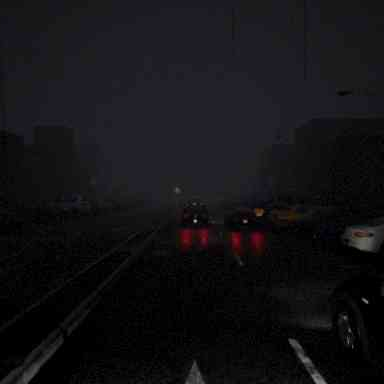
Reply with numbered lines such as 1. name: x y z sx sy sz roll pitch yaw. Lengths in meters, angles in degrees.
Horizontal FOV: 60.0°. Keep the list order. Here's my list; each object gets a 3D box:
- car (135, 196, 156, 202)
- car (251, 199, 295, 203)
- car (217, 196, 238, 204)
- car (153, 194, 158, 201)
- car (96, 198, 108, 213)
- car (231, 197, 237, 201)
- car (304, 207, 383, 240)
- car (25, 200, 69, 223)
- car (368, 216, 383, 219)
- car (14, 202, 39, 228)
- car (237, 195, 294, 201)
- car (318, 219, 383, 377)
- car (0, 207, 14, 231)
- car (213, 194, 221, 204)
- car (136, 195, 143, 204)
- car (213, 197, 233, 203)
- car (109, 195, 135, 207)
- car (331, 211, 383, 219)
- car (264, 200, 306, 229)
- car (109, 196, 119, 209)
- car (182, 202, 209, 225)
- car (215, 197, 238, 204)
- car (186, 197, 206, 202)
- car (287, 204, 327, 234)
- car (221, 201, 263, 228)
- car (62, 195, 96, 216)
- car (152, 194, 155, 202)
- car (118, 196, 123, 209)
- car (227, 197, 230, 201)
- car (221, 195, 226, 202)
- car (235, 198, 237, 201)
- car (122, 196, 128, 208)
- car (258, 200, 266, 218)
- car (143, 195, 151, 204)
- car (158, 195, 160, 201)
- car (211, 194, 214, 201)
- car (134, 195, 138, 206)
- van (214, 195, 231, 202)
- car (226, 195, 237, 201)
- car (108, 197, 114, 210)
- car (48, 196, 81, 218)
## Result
1. car: -12.189 1.932 87.410 5.008 1.535 2.097 0 0 0
2. car: 7.977 1.570 28.133 5.366 1.575 1.946 0 0 0
3. car: 8.007 1.775 74.887 4.553 1.767 2.185 0 0 0
4. car: -12.022 1.914 84.629 5.366 1.575 1.946 0 0 0
5. car: -12.443 1.656 37.390 4.792 1.488 2.163 0 0 0
6. car: 7.841 1.667 41.917 5.008 1.535 2.097 0 0 0
7. car: 7.693 1.541 14.343 4.792 1.488 2.163 0 0 0
8. car: -12.557 1.606 26.148 4.674 1.452 2.002 0 0 0
9. car: 7.719 1.525 8.827 4.792 1.488 2.163 0 0 0
10. car: -12.610 1.542 20.592 4.892 1.521 2.231 0 0 0
11. car: 7.785 1.356 33.648 5.566 2.045 2.435 0 0 0
12. car: 3.116 1.356 3.119 2.097 1.767 4.553 0 0 0
13. car: -12.654 1.560 17.812 4.792 1.488 2.163 0 0 0
14. car: 7.994 1.635 72.253 5.566 2.045 2.435 0 0 0
15. car: -12.297 1.521 59.616 5.566 2.045 2.435 0 0 0
16. car: 8.026 1.956 86.041 5.008 1.535 2.097 0 0 0
17. car: -12.357 1.737 54.056 5.008 1.535 2.097 0 0 0
18. car: 7.704 1.544 11.621 4.674 1.452 2.002 0 0 0
19. car: 7.956 1.542 22.618 5.366 1.575 1.946 0 0 0
20. car: -12.613 1.660 42.949 5.366 1.575 1.946 0 0 0
21. car: 0.237 1.675 24.638 1.895 1.301 4.718 0 0 0
22. car: 7.982 1.915 77.643 5.008 1.535 2.097 0 0 0
23. car: 0.306 1.536 41.744 2.097 1.767 4.553 0 -1 0
24. car: 7.709 1.552 17.099 4.792 1.488 2.163 0 0 0
25. car: 3.225 1.589 22.350 1.812 1.442 4.674 0 0 0
26. car: -12.543 1.343 31.832 5.566 2.045 2.435 0 0 0
27. car: -12.223 1.943 81.851 4.674 1.452 2.002 0 0 0
28. car: -12.435 1.711 45.726 4.792 1.488 2.163 0 0 0
29. car: 7.866 1.753 47.562 4.674 1.452 2.002 0 0 0
30. car: 7.861 1.504 52.949 5.566 2.045 2.435 0 0 0
31. car: 7.838 1.686 39.159 4.674 1.452 2.002 0 0 0
32. car: -12.391 1.699 48.381 5.008 1.535 2.097 0 0 0
33. car: 7.810 1.589 25.375 4.792 1.488 2.163 0 0 0
34. car: -12.254 1.857 73.513 4.892 1.521 2.231 0 0 0
35. car: -12.164 1.962 92.970 5.008 1.535 2.097 0 0 0
36. car: 8.027 1.678 80.527 5.566 2.045 2.435 0 0 0
37. car: -12.332 1.756 56.836 4.892 1.521 2.231 0 0 0
38. van: 8.148 1.743 88.800 4.442 1.987 1.878 0 0 0
39. car: 7.848 1.608 50.191 4.553 1.767 2.185 0 0 0
40. car: -12.420 1.674 40.168 4.792 1.488 2.163 0 0 0
41. car: -12.569 1.455 29.019 4.553 1.767 2.185 0 0 0
